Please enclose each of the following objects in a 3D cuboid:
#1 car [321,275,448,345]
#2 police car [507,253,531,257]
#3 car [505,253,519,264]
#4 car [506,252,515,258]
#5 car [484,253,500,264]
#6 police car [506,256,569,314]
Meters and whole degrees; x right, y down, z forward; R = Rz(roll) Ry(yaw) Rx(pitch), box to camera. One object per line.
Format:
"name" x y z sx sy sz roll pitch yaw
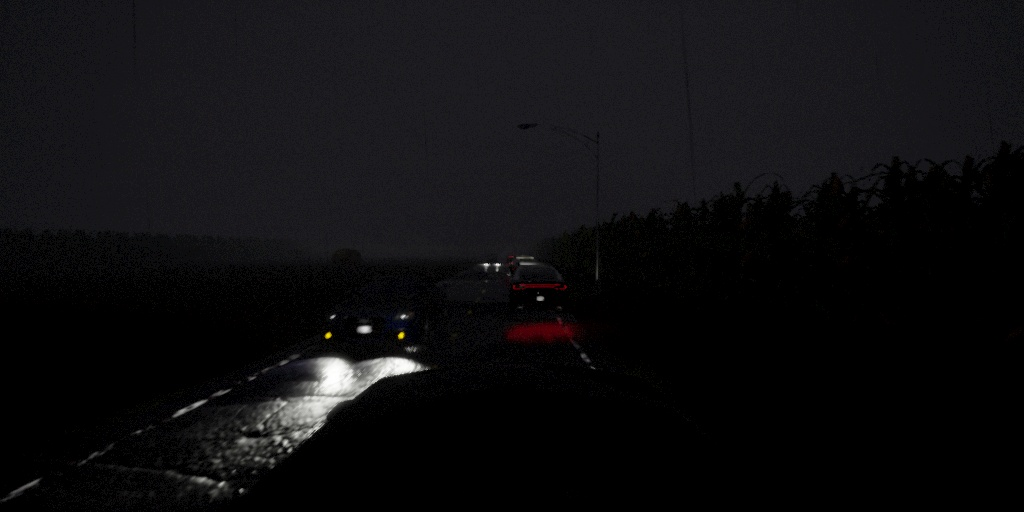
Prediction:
"car" -2.848 1.192 8.908 1.994 1.385 4.181 0 1 0
"police car" 0.821 0.807 22.975 1.930 1.638 5.238 0 1 0
"car" 0.042 0.293 54.494 2.128 1.511 4.902 0 1 1
"car" 0.819 0.628 28.833 2.097 1.767 4.553 0 1 0
"car" -2.814 0.357 51.801 1.837 1.490 4.892 0 1 1
"police car" 0.822 0.983 12.978 1.930 1.638 5.238 0 1 0
